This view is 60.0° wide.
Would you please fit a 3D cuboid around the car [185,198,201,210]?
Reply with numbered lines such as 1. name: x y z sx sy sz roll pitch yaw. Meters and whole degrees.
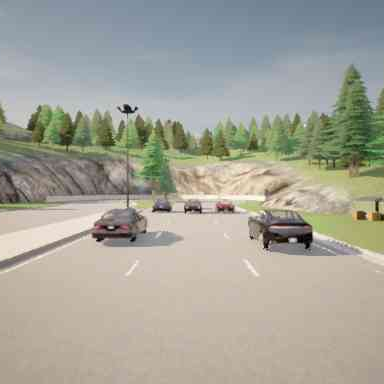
1. car: 0.201 1.564 44.579 1.994 1.385 4.181 0 0 2

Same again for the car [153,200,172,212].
1. car: -3.386 1.564 38.435 1.994 1.385 4.181 0 0 0

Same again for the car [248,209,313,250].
1. car: 3.604 1.491 14.277 2.128 1.511 4.902 0 0 0

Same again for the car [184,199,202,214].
1. car: 0.107 1.601 35.818 1.895 1.301 4.718 0 0 0

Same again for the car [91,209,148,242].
1. car: -3.396 1.547 16.468 2.033 1.411 5.357 0 0 0

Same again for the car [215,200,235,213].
1. car: 3.610 1.601 37.303 1.895 1.301 4.718 0 0 0
